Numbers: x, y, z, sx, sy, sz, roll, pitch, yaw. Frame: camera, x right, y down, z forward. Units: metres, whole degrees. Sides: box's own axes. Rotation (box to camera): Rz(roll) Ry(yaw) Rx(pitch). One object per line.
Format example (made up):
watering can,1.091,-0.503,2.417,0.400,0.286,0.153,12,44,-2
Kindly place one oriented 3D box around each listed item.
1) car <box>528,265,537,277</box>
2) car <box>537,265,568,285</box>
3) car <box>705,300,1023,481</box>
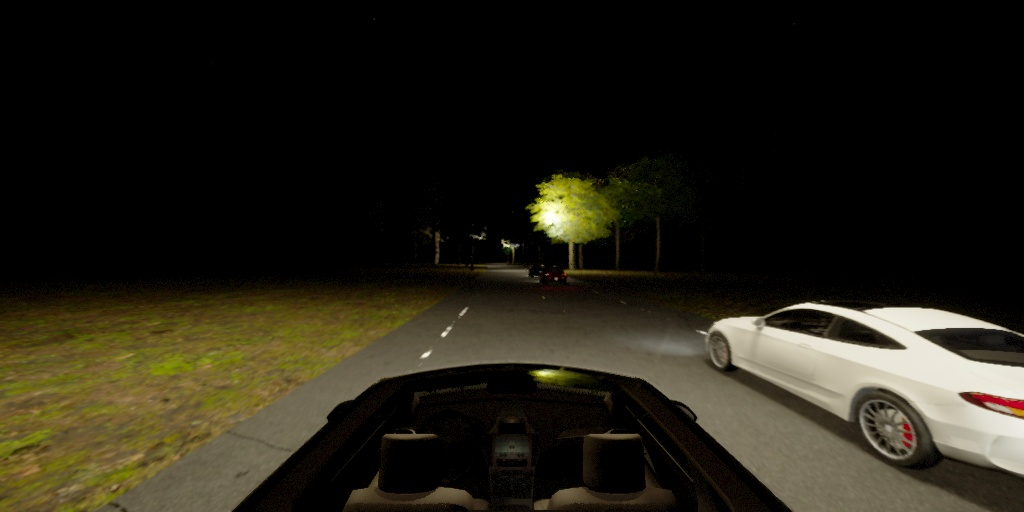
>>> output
car,2.982,1.700,41.189,1.994,1.385,4.181,0,-1,-1
car,3.287,1.545,29.013,1.812,1.442,4.674,0,-1,0
car,4.545,1.316,4.795,1.812,1.442,4.674,0,0,0
